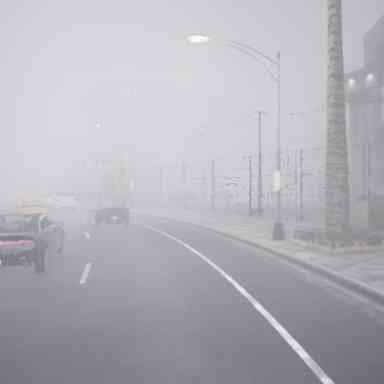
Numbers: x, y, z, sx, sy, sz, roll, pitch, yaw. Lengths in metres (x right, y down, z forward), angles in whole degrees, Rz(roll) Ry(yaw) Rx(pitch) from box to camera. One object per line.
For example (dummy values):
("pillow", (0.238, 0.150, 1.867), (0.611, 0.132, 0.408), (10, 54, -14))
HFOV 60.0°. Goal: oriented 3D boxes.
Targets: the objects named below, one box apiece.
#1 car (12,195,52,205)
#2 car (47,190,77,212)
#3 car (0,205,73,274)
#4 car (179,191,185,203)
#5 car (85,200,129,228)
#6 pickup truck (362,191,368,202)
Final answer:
("car", (-12.166, 1.162, 24.848), (1.882, 1.535, 5.008), (-1, 1, -34))
("car", (-12.669, 0.810, 31.633), (2.150, 2.045, 5.566), (-1, 1, -35))
("car", (-5.026, 1.365, 9.892), (2.128, 1.511, 4.902), (0, 1, -13))
("car", (-1.358, 0.567, 47.414), (2.185, 1.767, 4.553), (-1, 1, -37))
("car", (-5.217, 1.203, 20.118), (1.882, 1.535, 5.008), (0, 1, -26))
("pickup truck", (14.788, 0.665, 24.993), (6.274, 2.098, 2.390), (-1, 1, -37))
